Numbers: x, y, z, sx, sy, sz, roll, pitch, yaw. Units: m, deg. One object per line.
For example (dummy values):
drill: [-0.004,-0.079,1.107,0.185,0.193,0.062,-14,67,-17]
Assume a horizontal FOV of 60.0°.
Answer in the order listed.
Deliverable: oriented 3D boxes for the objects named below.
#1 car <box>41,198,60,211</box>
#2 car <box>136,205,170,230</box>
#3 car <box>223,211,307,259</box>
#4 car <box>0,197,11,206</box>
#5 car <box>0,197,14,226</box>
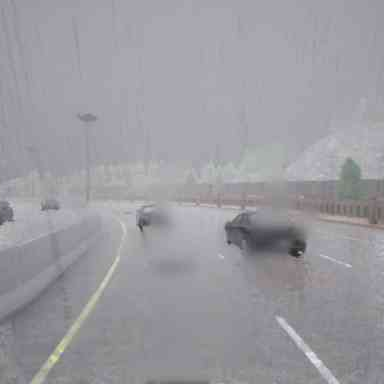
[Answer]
car: [-17.715,1.590,41.602,1.837,1.490,4.892,-1,0,-28]
car: [-2.507,1.516,20.944,1.812,1.442,4.674,0,0,-12]
car: [2.536,1.449,12.670,1.882,1.535,5.008,0,0,-7]
car: [-34.080,1.737,59.597,2.128,1.511,4.902,-1,0,-38]
car: [-14.279,1.422,23.745,2.097,1.767,4.553,0,0,-17]
